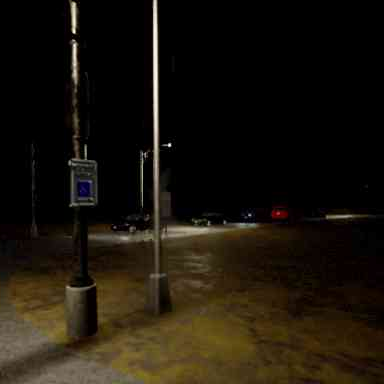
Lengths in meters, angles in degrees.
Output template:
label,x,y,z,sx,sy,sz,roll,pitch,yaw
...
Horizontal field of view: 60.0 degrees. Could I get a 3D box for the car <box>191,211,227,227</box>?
label,x,y,z,sx,sy,sz,roll,pitch,yaw
car,1.836,2.766,34.547,1.882,1.535,5.008,-2,-3,36

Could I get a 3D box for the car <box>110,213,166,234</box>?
label,x,y,z,sx,sy,sz,roll,pitch,yaw
car,-4.146,2.392,26.153,1.882,1.535,5.008,-2,-3,35

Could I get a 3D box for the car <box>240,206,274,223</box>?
label,x,y,z,sx,sy,sz,roll,pitch,yaw
car,8.319,2.922,43.640,2.150,2.045,5.566,-2,-3,35

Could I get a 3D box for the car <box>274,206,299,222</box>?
label,x,y,z,sx,sy,sz,roll,pitch,yaw
car,12.406,2.958,44.301,2.150,2.045,5.566,-2,-4,35

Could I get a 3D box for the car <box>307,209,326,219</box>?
label,x,y,z,sx,sy,sz,roll,pitch,yaw
car,21.391,3.691,57.082,2.097,1.767,4.553,-2,-3,35
